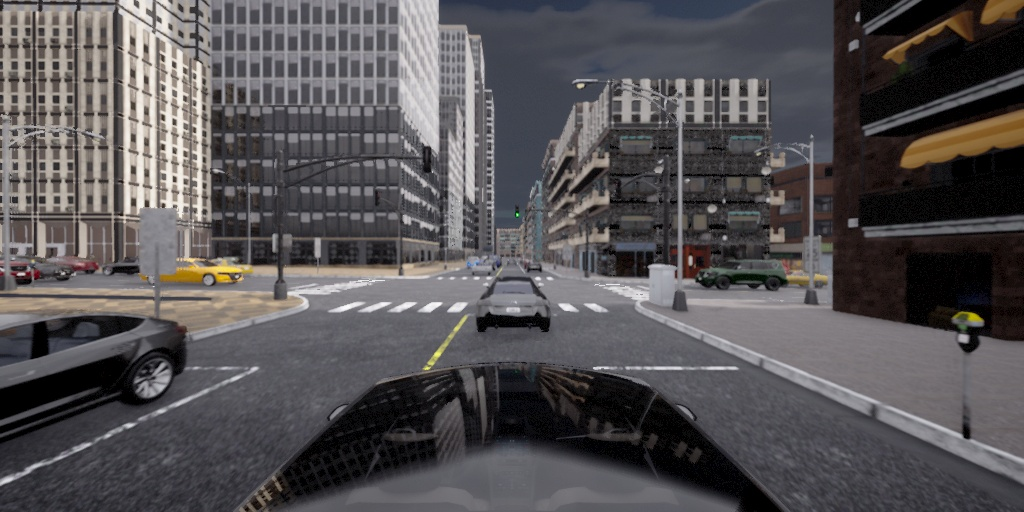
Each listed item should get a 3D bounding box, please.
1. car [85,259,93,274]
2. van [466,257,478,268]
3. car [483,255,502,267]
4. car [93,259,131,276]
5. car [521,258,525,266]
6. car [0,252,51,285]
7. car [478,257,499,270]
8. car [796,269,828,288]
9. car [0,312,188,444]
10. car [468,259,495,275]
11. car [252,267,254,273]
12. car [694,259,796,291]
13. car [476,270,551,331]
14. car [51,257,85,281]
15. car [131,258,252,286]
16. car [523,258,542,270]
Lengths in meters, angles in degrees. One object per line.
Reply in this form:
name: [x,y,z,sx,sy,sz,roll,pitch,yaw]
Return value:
car: [-33.123,0.683,26.458,4.207,1.307,1.802,0,0,-1]
van: [-5.722,1.007,53.202,1.690,1.789,3.998,0,0,0]
car: [-3.107,0.880,58.293,2.150,2.045,5.566,0,0,0]
car: [-27.504,0.772,26.525,4.313,1.339,1.948,0,0,-1]
car: [2.658,1.211,53.208,1.888,1.381,4.507,0,0,0]
car: [-27.396,0.562,18.145,5.009,1.841,2.192,0,0,-1]
car: [-3.124,1.179,47.820,1.837,1.490,4.892,0,0,0]
car: [21.350,1.653,27.110,4.829,1.417,1.751,0,0,-1]
car: [-5.690,1.312,3.591,1.948,1.339,4.313,0,0,0]
car: [-3.122,1.290,37.830,1.895,1.301,4.718,0,0,0]
car: [-22.059,0.836,26.678,4.829,1.417,1.751,0,0,-1]
car: [15.567,1.250,24.444,5.566,2.045,2.150,1,0,-1]
car: [0.043,1.298,10.893,1.994,1.385,4.181,0,0,0]
car: [-28.404,0.721,20.721,4.892,1.490,1.837,1,0,-1]
car: [-18.478,0.879,20.840,5.008,1.535,1.882,1,0,0]
car: [2.665,1.247,43.241,1.948,1.339,4.313,0,0,0]
